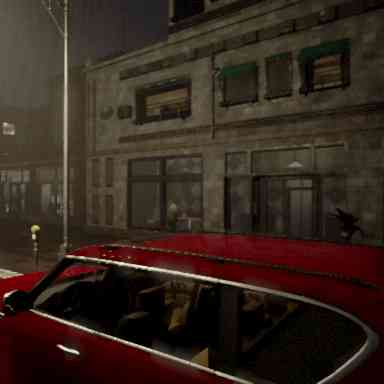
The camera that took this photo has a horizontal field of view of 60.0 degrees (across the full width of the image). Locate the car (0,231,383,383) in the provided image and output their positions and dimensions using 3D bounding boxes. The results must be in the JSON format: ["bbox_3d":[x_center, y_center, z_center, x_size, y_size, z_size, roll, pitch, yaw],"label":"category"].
[{"bbox_3d":[-0.234,1.305,3.046,5.009,1.841,2.192,0,0,36],"label":"car"}]
